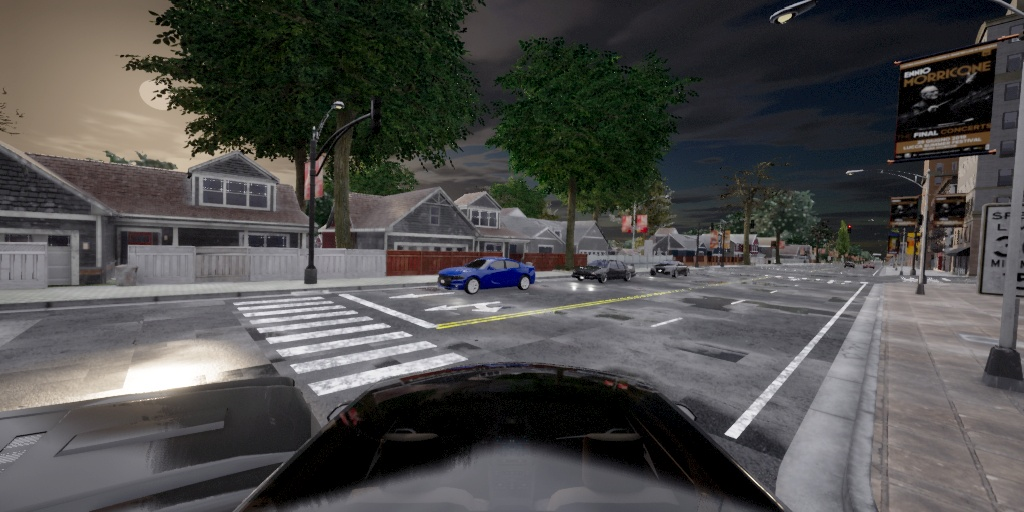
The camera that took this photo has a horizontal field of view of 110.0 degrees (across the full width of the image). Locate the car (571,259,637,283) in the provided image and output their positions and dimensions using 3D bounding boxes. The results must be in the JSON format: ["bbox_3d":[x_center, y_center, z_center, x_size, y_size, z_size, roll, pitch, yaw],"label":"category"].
[{"bbox_3d":[6.152,0.934,23.411,5.357,1.411,2.033,1,2,-44],"label":"car"}]

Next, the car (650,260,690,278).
[{"bbox_3d":[13.382,1.021,30.299,4.181,1.385,1.994,1,2,-44],"label":"car"}]

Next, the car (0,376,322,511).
[{"bbox_3d":[-3.315,1.281,1.350,4.718,1.301,1.895,1,2,-34],"label":"car"}]

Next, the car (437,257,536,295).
[{"bbox_3d":[-1.047,0.797,16.525,5.008,1.535,1.882,0,2,-44],"label":"car"}]
